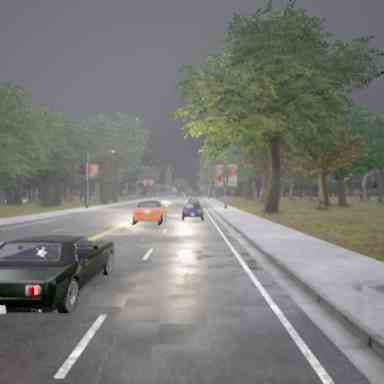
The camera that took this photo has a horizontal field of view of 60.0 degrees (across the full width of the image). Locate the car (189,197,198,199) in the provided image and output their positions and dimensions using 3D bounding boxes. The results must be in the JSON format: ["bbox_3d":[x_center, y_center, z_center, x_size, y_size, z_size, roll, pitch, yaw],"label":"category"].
[{"bbox_3d":[0.310,1.615,59.095,2.163,1.488,4.792,0,0,1],"label":"car"}]

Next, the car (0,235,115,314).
[{"bbox_3d":[-3.147,1.628,7.618,1.895,1.301,4.718,0,0,0],"label":"car"}]

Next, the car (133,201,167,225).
[{"bbox_3d":[-3.100,1.430,25.105,2.097,1.767,4.553,0,0,0],"label":"car"}]

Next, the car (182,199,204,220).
[{"bbox_3d":[0.080,1.620,28.827,1.812,1.442,4.674,0,0,1],"label":"car"}]
